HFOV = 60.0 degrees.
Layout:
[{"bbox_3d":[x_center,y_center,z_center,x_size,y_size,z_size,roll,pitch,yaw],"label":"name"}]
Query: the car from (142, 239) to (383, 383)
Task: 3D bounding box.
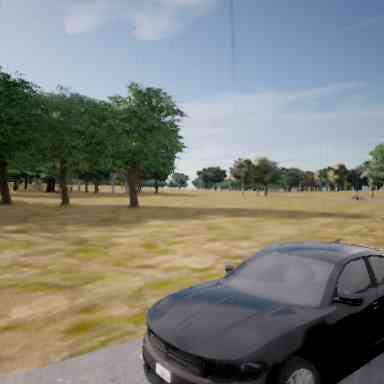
[{"bbox_3d":[1.684,1.508,4.802,5.008,1.535,1.882,0,0,-38],"label":"car"}]
